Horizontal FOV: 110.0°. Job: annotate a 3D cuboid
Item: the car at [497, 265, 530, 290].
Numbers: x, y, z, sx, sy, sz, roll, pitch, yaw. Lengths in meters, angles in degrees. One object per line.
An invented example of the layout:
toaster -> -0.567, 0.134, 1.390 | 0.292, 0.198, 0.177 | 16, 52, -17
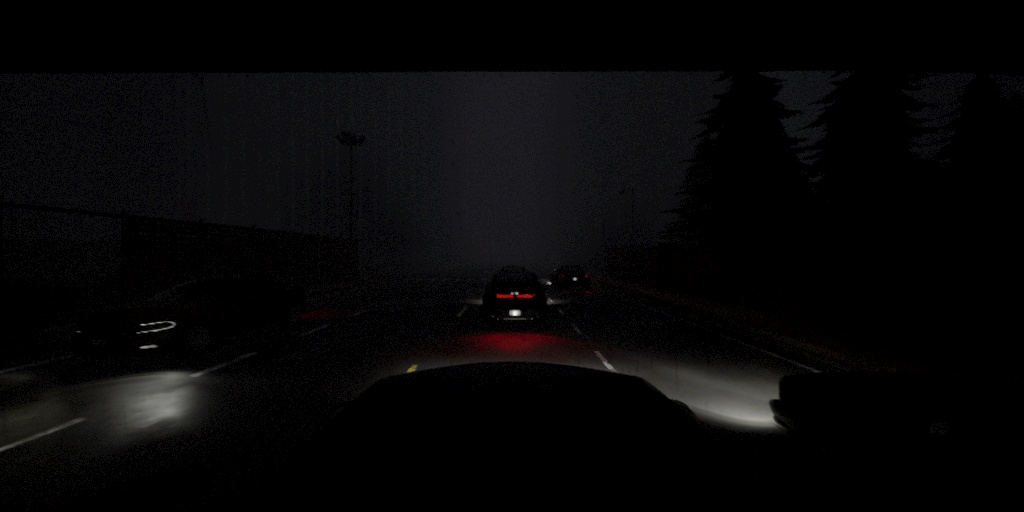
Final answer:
car -> 0.063, 1.294, 23.150 | 1.895, 1.301, 4.718 | 0, 0, -1

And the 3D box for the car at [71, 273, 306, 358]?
car -> -7.099, 1.210, 8.668 | 1.882, 1.535, 5.008 | 0, 0, 0

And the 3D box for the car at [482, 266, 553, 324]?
car -> 0.084, 1.228, 11.758 | 1.837, 1.490, 4.892 | 0, 0, 0

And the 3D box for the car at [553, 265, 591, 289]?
car -> 3.578, 1.259, 22.341 | 1.994, 1.385, 4.181 | 0, 0, 0

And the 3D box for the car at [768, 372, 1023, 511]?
car -> 3.623, 1.298, 1.259 | 2.033, 1.411, 5.357 | 0, 0, 0
